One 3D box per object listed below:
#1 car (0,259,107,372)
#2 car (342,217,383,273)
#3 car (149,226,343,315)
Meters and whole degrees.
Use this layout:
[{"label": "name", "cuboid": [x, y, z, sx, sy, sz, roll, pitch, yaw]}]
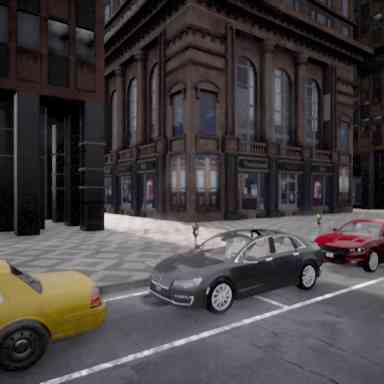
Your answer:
[{"label": "car", "cuboid": [-3.564, 1.526, 4.106, 4.829, 1.417, 1.752, 0, 0, -35]}, {"label": "car", "cuboid": [5.733, 1.542, 10.716, 4.507, 1.381, 1.887, 0, 0, -35]}, {"label": "car", "cuboid": [1.158, 1.549, 7.464, 4.403, 1.369, 2.008, 0, 0, -35]}]
